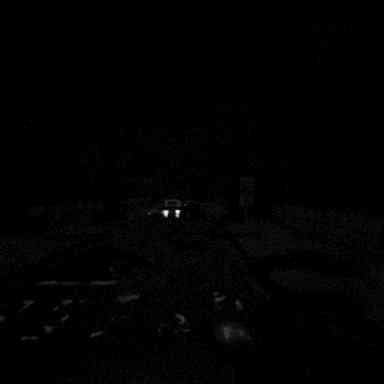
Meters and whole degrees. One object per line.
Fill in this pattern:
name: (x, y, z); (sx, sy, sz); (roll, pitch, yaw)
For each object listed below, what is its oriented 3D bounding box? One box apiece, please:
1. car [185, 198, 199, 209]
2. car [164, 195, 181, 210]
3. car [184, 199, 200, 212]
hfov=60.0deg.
car: (0.013, 1.810, 53.475); (2.128, 1.511, 4.902); (0, -1, 0)
car: (-2.739, 1.488, 48.445); (2.150, 2.045, 5.566); (0, -1, 0)
car: (0.011, 1.706, 43.055); (2.128, 1.511, 4.902); (0, -1, 0)
